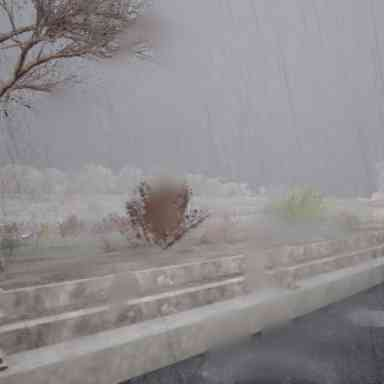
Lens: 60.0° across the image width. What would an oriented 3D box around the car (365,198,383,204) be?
[{"bbox_3d":[44.583,2.227,82.063,1.882,1.535,5.008,0,-1,0],"label":"car"}]
